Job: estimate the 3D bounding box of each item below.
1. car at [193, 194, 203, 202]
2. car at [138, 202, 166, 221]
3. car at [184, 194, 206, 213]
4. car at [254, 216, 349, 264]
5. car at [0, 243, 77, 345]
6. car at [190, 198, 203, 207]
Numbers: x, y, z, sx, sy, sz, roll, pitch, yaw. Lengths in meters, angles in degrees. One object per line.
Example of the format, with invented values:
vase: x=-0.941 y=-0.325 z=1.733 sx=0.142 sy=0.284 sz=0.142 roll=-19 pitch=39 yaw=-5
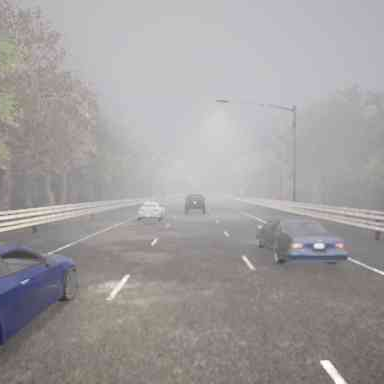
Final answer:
car: x=1.318 y=1.340 z=73.565 sx=2.097 sy=1.767 sz=4.553 roll=0 pitch=0 yaw=2
car: x=-3.204 y=1.527 z=26.924 sx=1.812 sy=1.442 sz=4.674 roll=0 pitch=0 yaw=1
car: x=0.352 y=1.221 z=36.513 sx=2.150 sy=2.045 sz=5.566 roll=0 pitch=0 yaw=1
car: x=3.540 y=1.550 z=11.759 sx=2.033 sy=1.411 sz=5.357 roll=0 pitch=0 yaw=0
car: x=-3.383 y=1.526 z=5.285 sx=1.812 sy=1.442 sz=4.674 roll=0 pitch=0 yaw=0
car: x=0.778 y=1.597 z=52.181 sx=1.895 sy=1.301 sz=4.718 roll=0 pitch=0 yaw=1
